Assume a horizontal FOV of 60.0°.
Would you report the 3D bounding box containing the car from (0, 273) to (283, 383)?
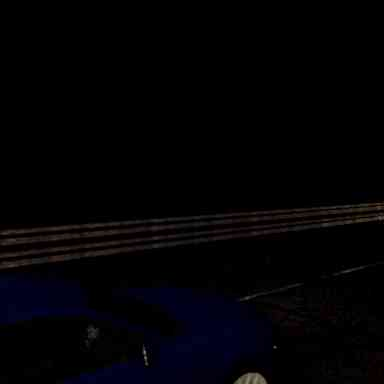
[{"bbox_3d":[-1.378,1.471,2.723,5.008,1.535,1.882,-2,1,-35],"label":"car"}]
